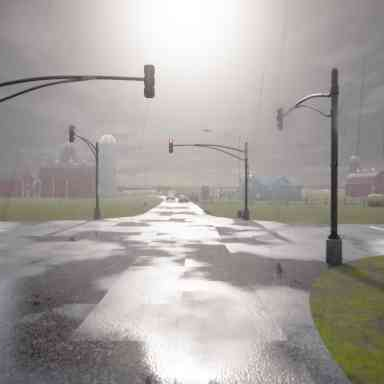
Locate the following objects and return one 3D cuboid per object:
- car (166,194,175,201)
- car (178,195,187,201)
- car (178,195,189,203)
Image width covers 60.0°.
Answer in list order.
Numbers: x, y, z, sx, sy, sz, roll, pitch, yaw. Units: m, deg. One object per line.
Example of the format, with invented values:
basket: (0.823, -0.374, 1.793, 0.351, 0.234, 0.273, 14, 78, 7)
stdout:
car: (-4.735, 1.182, 73.929, 1.812, 1.442, 4.674, 0, 0, -3)
car: (-2.361, 1.463, 79.914, 1.837, 1.490, 4.892, 0, 0, -4)
car: (-1.747, 1.623, 69.930, 1.895, 1.301, 4.718, 0, 0, -3)
